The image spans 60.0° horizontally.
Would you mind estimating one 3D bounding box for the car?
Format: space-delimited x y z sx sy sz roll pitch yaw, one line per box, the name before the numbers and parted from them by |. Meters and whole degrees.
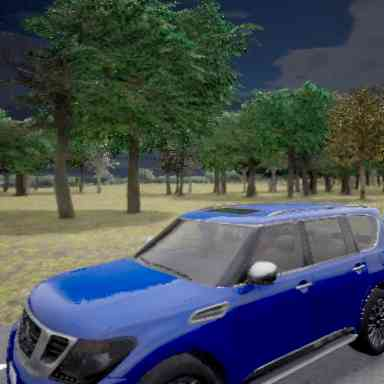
car | 0.697 1.213 4.486 5.566 2.045 2.150 0 0 -35
